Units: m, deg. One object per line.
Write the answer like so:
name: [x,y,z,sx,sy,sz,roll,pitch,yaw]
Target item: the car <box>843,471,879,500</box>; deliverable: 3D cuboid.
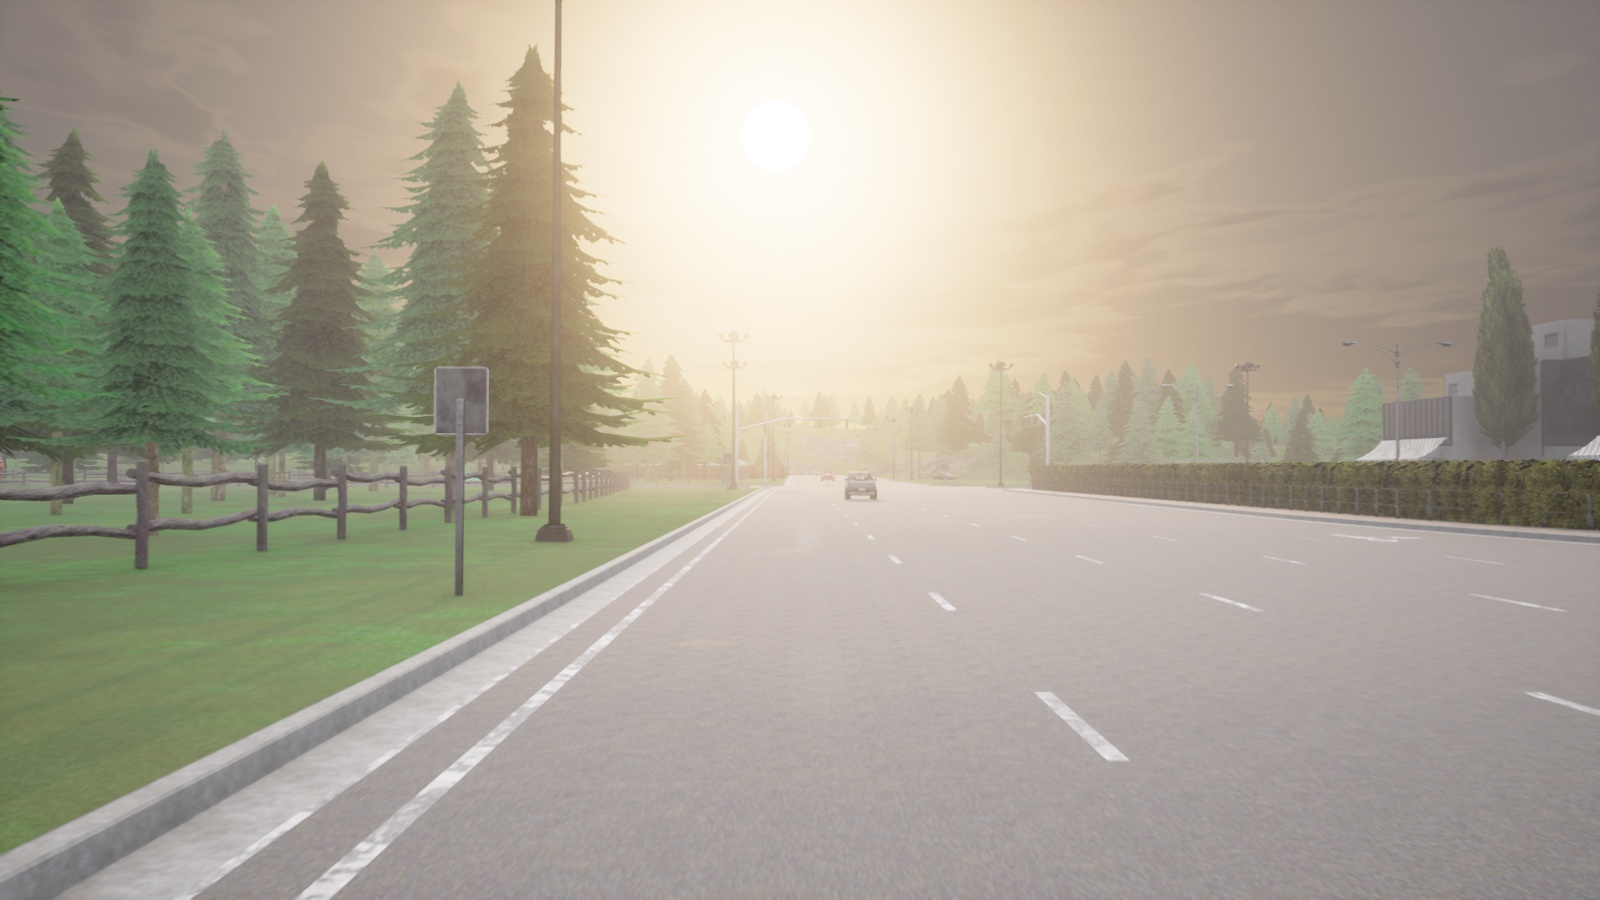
car: [3.340,1.932,68.904,1.789,1.549,3.705,0,-1,0]
